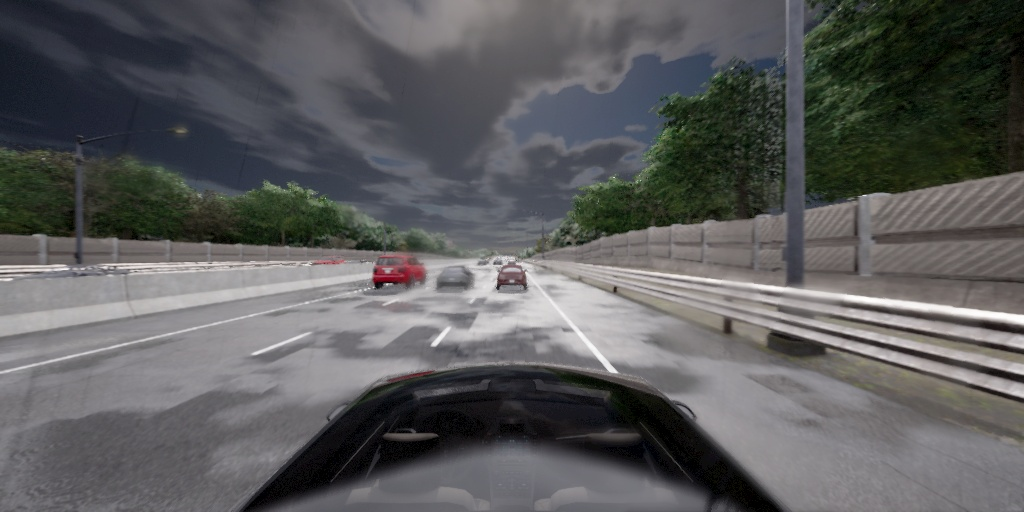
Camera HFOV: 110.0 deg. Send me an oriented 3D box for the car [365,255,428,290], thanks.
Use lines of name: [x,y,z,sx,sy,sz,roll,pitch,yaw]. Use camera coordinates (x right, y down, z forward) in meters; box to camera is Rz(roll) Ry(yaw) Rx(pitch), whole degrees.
car: [-7.004,0.976,22.888,2.150,2.045,5.566,0,0,0]

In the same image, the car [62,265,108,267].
car: [-24.516,1.245,20.267,2.128,1.511,4.902,0,0,0]

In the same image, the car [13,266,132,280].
car: [-21.046,1.353,17.046,1.895,1.301,4.718,0,0,0]

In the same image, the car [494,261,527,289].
car: [-0.004,1.281,22.817,1.812,1.442,4.674,0,0,0]

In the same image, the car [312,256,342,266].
car: [-24.548,1.017,48.308,2.150,2.045,5.566,0,0,1]

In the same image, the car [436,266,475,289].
car: [-3.504,1.319,22.833,1.994,1.385,4.181,0,0,0]

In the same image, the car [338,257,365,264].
car: [-21.052,1.295,48.529,1.837,1.490,4.892,0,0,1]
